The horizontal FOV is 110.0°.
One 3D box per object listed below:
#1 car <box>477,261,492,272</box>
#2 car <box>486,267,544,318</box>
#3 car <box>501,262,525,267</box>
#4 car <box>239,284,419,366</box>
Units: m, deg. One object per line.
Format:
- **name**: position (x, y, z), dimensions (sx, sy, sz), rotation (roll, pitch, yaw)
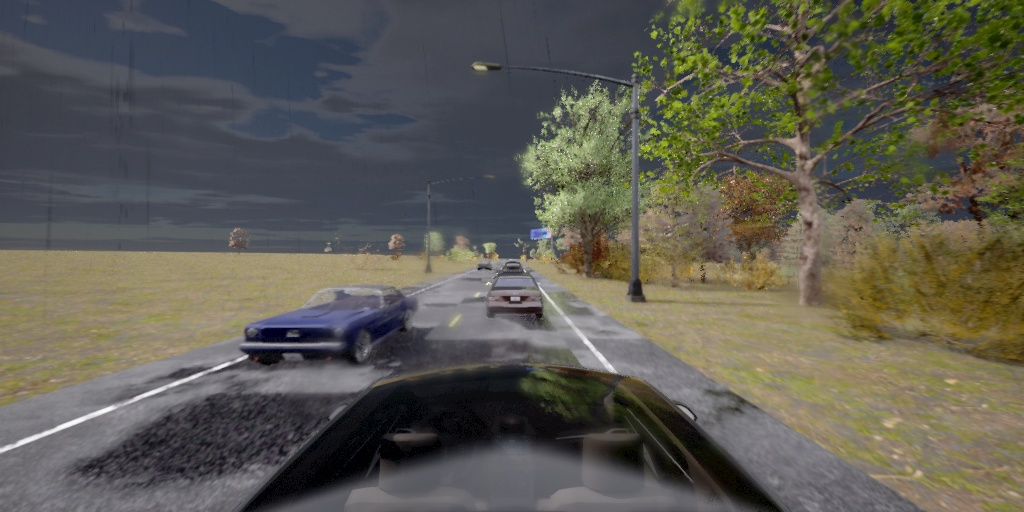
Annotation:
- **car**: position (-3.609, 1.319, 48.078), dimensions (2.033, 1.411, 5.357), rotation (0, 0, 0)
- **car**: position (0.094, 1.301, 13.019), dimensions (2.033, 1.411, 5.357), rotation (0, 0, 0)
- **car**: position (0.084, 1.268, 32.157), dimensions (1.837, 1.490, 4.892), rotation (0, 0, 0)
- **car**: position (-3.604, 1.352, 8.106), dimensions (1.895, 1.301, 4.718), rotation (0, 0, 0)
